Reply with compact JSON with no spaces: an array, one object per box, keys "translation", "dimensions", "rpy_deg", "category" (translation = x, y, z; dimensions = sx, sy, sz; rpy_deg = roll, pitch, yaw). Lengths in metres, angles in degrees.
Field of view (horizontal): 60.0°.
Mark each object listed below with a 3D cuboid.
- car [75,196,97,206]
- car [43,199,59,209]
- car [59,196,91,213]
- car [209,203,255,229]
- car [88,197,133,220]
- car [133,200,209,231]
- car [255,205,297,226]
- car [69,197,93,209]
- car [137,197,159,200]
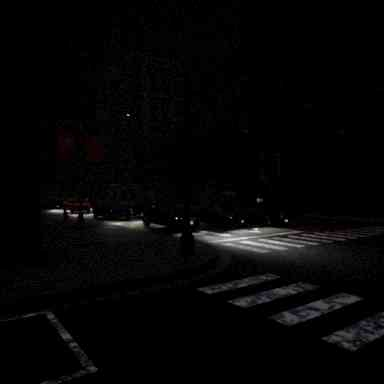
[{"translation":[-17.304,1.405,54.171],"dimensions":[2.128,1.511,4.902],"rpy_deg":[0,0,-36],"category":"car"},{"translation":[-18.395,1.534,44.310],"dimensions":[1.895,1.301,4.718],"rpy_deg":[0,0,-35],"category":"car"},{"translation":[-12.637,1.425,36.236],"dimensions":[1.882,1.535,5.008],"rpy_deg":[0,0,-35],"category":"car"},{"translation":[1.646,1.499,21.978],"dimensions":[1.812,1.442,4.674],"rpy_deg":[0,0,-37],"category":"car"},{"translation":[-6.867,1.440,28.212],"dimensions":[1.882,1.535,5.008],"rpy_deg":[0,0,-36],"category":"car"},{"translation":[-1.451,1.468,20.688],"dimensions":[2.128,1.511,4.902],"rpy_deg":[0,0,-36],"category":"car"},{"translation":[4.854,1.570,23.401],"dimensions":[1.895,1.301,4.718],"rpy_deg":[0,0,-36],"category":"car"},{"translation":[-15.272,1.455,45.528],"dimensions":[1.812,1.442,4.674],"rpy_deg":[0,0,-35],"category":"car"},{"translation":[-3.594,1.312,29.227],"dimensions":[2.097,1.767,4.553],"rpy_deg":[0,0,-36],"category":"car"}]
